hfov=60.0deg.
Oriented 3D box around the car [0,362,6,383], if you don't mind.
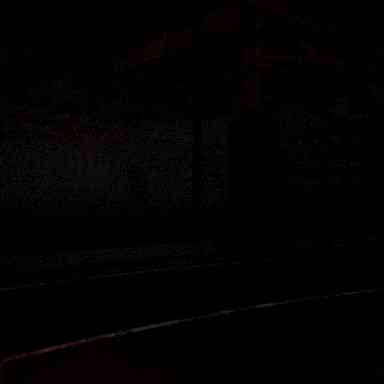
[{"bbox_3d":[-3.598,1.448,1.298,5.008,1.535,1.882,0,0,-37],"label":"car"}]
